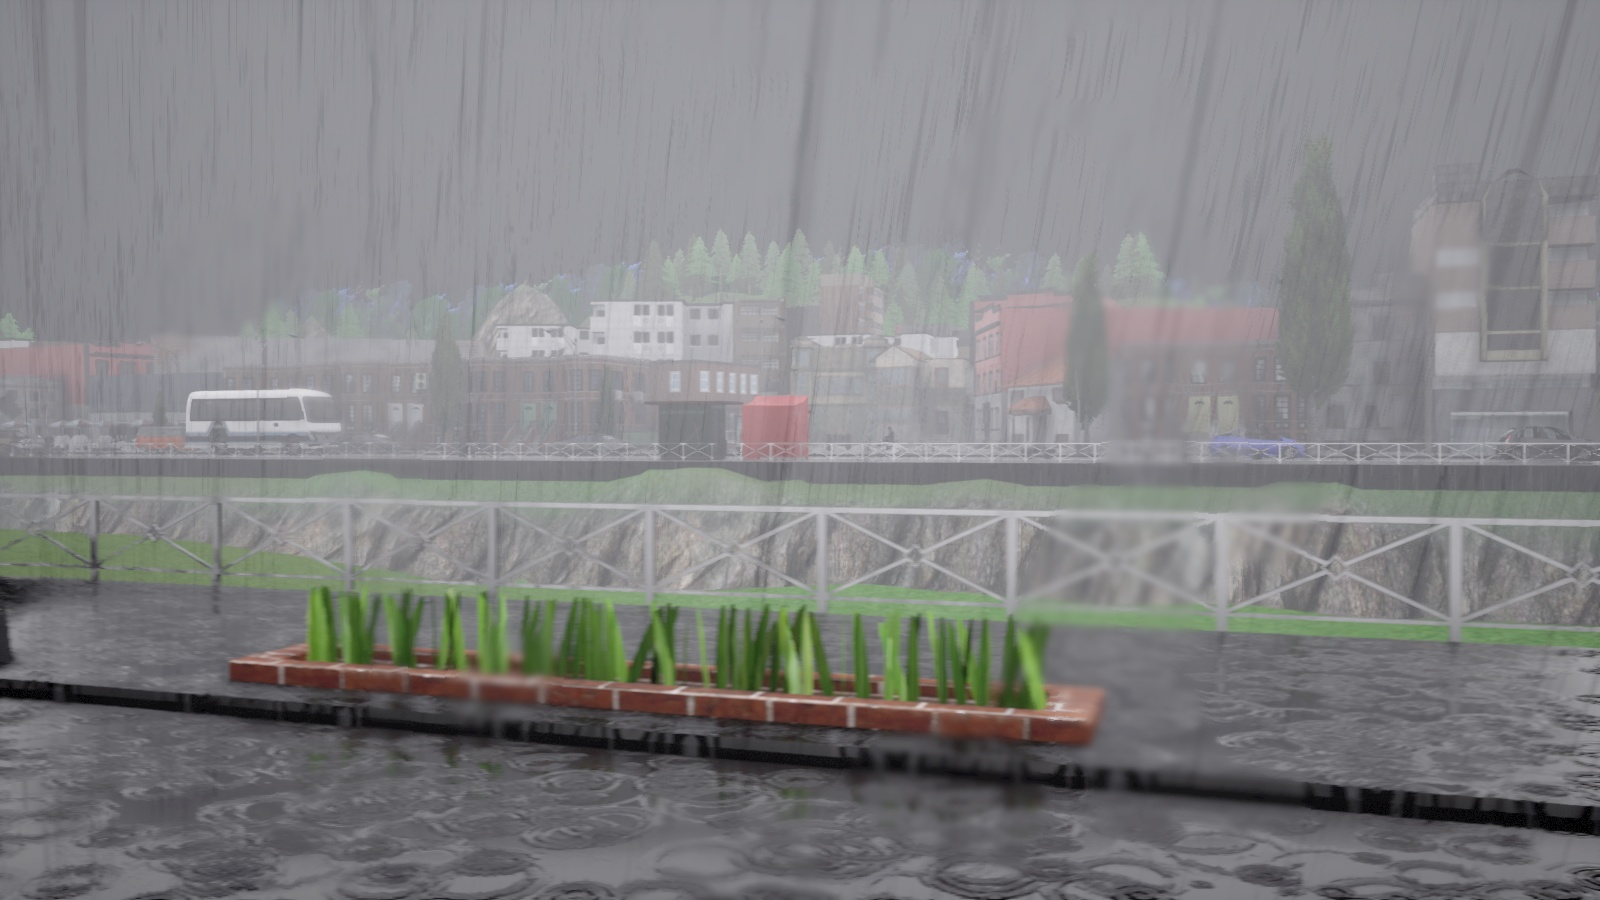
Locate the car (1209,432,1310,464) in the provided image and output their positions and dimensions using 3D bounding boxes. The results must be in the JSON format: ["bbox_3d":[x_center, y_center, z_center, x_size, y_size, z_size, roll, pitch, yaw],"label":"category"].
[{"bbox_3d":[22.378,-0.124,61.297,4.514,1.525,2.007,1,1,19],"label":"car"}]

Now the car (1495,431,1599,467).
[{"bbox_3d":[34.161,-0.065,57.336,3.988,1.617,1.851,1,1,19],"label":"car"}]

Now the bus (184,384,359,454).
[{"bbox_3d":[-33.713,-1.960,80.130,10.273,4.253,3.944,0,1,19],"label":"bus"}]

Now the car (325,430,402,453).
[{"bbox_3d":[-28.732,-0.580,82.696,4.674,1.442,1.812,1,1,19],"label":"car"}]

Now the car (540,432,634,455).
[{"bbox_3d":[-13.141,-0.416,77.456,5.357,1.411,2.033,1,1,19],"label":"car"}]

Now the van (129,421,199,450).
[{"bbox_3d":[-44.548,-0.998,88.008,4.442,1.987,1.775,1,1,19],"label":"van"}]
